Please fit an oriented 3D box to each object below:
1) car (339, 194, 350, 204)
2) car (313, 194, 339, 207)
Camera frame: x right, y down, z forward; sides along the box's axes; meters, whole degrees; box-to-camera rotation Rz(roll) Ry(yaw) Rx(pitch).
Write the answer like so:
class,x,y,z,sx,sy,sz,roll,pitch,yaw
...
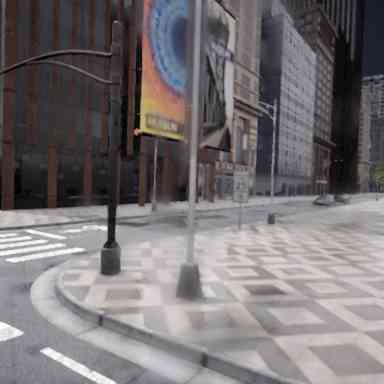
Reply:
class,x,y,z,sx,sy,sz,roll,pitch,yaw
car,22.562,1.047,50.439,1.837,1.490,4.892,3,2,35
car,16.818,1.152,42.234,1.994,1.385,4.181,3,2,36
